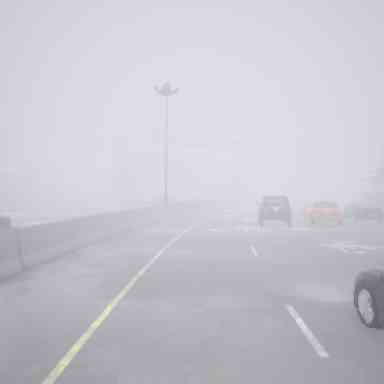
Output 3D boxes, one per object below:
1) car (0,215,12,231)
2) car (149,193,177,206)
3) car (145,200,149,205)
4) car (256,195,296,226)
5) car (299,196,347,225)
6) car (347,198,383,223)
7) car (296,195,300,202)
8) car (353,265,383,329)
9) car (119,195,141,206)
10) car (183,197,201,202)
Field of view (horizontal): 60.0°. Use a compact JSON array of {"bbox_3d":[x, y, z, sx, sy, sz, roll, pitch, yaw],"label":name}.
[{"bbox_3d":[-9.795,1.459,13.981,1.882,1.535,5.008,0,0,6],"label":"car"},{"bbox_3d":[-4.283,1.262,53.451,2.150,2.045,5.566,0,0,21],"label":"car"},{"bbox_3d":[-6.402,1.563,57.644,1.812,1.442,4.674,0,0,21],"label":"car"},{"bbox_3d":[5.911,1.266,24.155,2.150,2.045,5.566,0,0,10],"label":"car"},{"bbox_3d":[9.623,1.410,24.770,2.097,1.767,4.553,0,0,10],"label":"car"},{"bbox_3d":[13.557,1.551,26.627,1.882,1.535,5.008,0,0,12],"label":"car"},{"bbox_3d":[25.933,1.525,83.168,2.097,1.767,4.553,0,0,36],"label":"car"},{"bbox_3d":[3.761,1.523,4.069,1.837,1.490,4.892,0,0,2],"label":"car"},{"bbox_3d":[-10.534,1.375,56.647,2.097,1.767,4.553,0,0,21],"label":"car"},{"bbox_3d":[0.209,1.605,55.406,2.033,1.411,5.357,0,0,22],"label":"car"}]
